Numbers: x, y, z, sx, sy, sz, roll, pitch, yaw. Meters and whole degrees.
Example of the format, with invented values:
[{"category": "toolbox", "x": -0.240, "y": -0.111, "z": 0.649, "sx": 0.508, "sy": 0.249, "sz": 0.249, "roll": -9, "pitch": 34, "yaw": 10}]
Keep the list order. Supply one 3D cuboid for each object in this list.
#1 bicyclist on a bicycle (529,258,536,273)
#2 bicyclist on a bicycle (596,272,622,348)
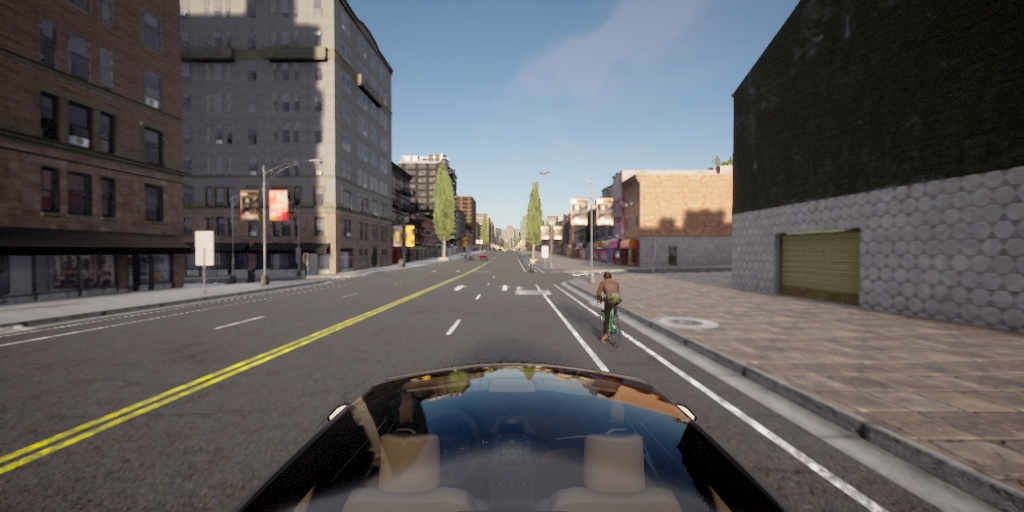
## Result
[{"category": "bicyclist on a bicycle", "x": 2.265, "y": 1.053, "z": 39.199, "sx": 0.866, "sy": 1.612, "sz": 1.509, "roll": 1, "pitch": -2, "yaw": 0}, {"category": "bicyclist on a bicycle", "x": 2.248, "y": 1.198, "z": 8.294, "sx": 0.582, "sy": 1.620, "sz": 1.656, "roll": 0, "pitch": 0, "yaw": 0}]
